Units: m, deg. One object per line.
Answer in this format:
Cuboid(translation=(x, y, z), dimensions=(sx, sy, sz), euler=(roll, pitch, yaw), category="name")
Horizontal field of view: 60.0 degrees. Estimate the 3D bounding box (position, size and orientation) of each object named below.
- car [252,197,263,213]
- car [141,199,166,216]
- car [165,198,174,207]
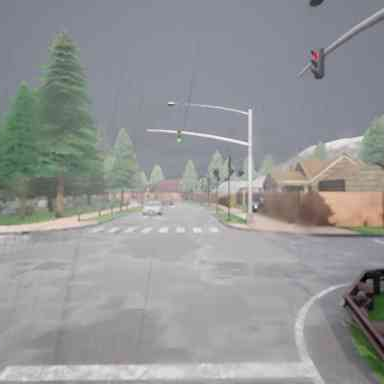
Cuboid(translation=(8.803, 1.363, 36.103), dimensions=(4.605, 1.855, 1.932), euler=(0, 0, -1), category="car")
Cuboid(translation=(-4.021, 1.718, 34.660), dimensions=(1.812, 1.442, 4.674), euler=(0, 0, -1), category="car")
Cuboid(translation=(-4.220, 1.824, 59.145), dimensions=(1.812, 1.442, 4.674), euler=(0, 0, -2), category="car")
